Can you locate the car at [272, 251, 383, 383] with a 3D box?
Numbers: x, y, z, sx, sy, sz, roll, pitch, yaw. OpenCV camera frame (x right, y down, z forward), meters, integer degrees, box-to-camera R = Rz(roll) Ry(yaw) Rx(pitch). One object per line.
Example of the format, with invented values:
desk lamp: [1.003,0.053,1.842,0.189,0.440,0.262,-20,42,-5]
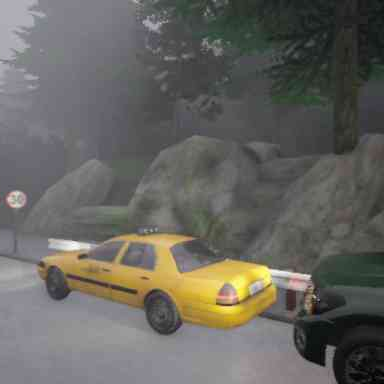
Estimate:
car: [3.833,1.190,3.023,5.566,2.045,2.150,0,3,36]

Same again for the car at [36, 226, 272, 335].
car: [-1.081,1.479,6.736,5.366,1.575,1.801,0,0,36]
